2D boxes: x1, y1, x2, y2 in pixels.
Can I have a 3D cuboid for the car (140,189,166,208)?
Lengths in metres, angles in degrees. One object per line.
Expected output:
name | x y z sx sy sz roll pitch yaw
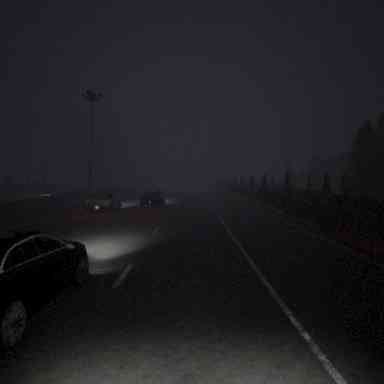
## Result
car | -3.399 0.497 29.393 2.128 1.511 4.902 0 2 0

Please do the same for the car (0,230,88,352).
car | -3.403 1.438 6.086 2.128 1.511 4.902 0 1 0

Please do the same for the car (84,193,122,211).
car | -6.899 0.737 26.340 1.895 1.301 4.718 0 2 0

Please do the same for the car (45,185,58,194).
car | -21.049 -0.416 52.045 2.033 1.411 5.357 0 2 1

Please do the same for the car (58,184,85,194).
car | -17.569 -0.373 49.729 2.128 1.511 4.902 0 3 0

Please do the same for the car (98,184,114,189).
car | -14.043 -0.542 55.027 2.033 1.411 5.357 0 2 1
